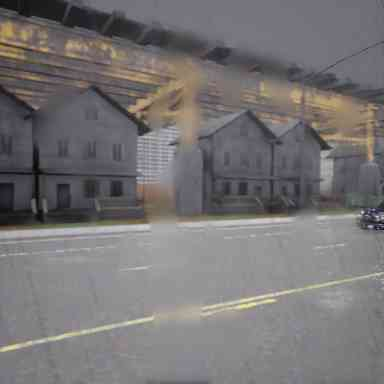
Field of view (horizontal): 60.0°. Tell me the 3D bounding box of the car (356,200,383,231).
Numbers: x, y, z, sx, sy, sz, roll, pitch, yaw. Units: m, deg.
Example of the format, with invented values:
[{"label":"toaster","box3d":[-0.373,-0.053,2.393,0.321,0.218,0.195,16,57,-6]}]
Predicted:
[{"label":"car","box3d":[11.116,1.197,18.113,4.553,1.767,2.097,0,1,-29]}]
